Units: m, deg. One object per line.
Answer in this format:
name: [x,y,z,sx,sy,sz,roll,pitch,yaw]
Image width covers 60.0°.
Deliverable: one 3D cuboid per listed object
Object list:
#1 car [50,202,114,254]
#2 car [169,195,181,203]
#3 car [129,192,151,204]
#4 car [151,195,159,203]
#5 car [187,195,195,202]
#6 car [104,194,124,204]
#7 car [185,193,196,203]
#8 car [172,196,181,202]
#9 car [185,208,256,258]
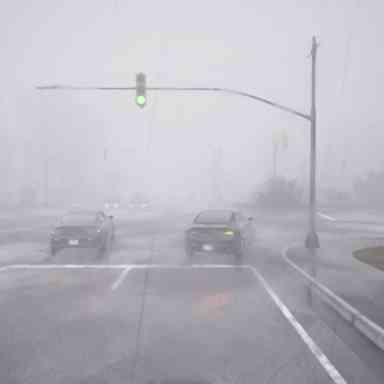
car: [-4.079,1.358,12.769,1.812,1.442,4.674,0,1,-9]
car: [-3.771,1.398,72.306,2.097,1.767,4.553,0,-2,0]
car: [-7.255,0.713,45.648,2.097,1.767,4.553,0,-1,0]
car: [-7.269,1.235,61.300,1.837,1.490,4.892,0,-2,0]
car: [-0.309,1.658,82.369,1.882,1.535,5.008,0,-2,0]
car: [-10.754,0.927,45.868,1.994,1.385,4.181,0,-1,0]
car: [-0.270,1.257,71.967,2.150,2.045,5.566,0,-2,0]
car: [-3.809,1.720,82.354,2.033,1.411,5.357,0,-2,0]
car: [1.146,1.351,12.241,1.837,1.490,4.892,-1,1,16]
